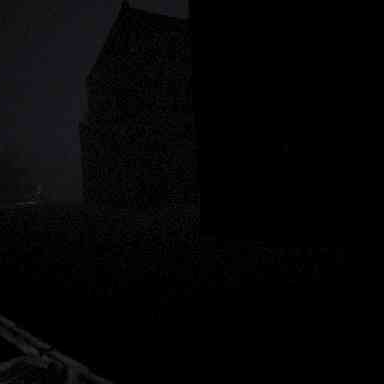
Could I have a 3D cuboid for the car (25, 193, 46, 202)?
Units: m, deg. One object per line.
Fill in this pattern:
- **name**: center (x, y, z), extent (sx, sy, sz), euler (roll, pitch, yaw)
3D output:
- **car**: center (-28.119, 0.938, 59.797), extent (1.837, 1.490, 4.892), euler (-5, 3, 4)
